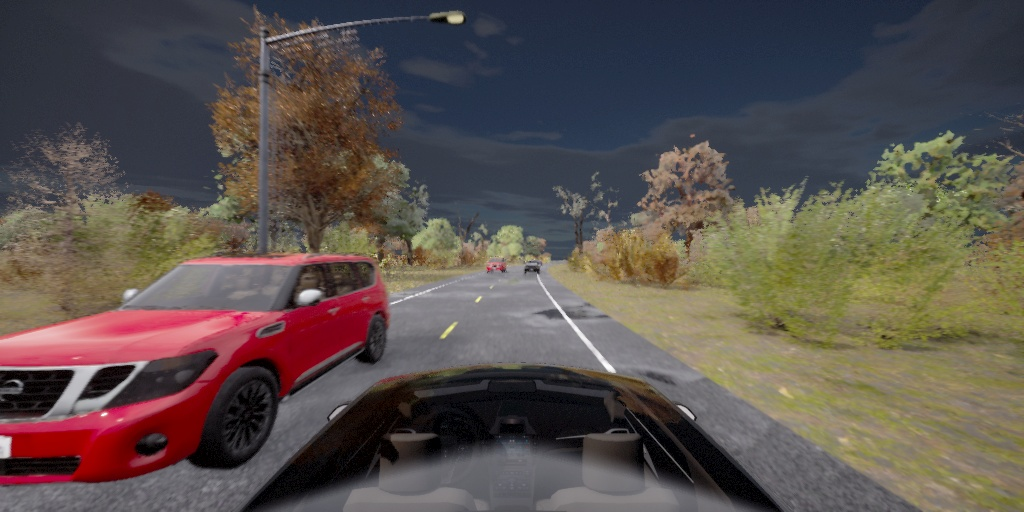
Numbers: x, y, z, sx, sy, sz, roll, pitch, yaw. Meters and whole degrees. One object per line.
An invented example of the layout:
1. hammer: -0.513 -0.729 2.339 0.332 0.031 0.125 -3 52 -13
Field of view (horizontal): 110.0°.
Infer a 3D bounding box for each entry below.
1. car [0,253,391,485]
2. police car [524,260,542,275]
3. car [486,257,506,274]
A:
1. car: -3.582 0.971 5.232 2.150 2.045 5.566 0 0 0
2. police car: 2.450 1.409 44.451 1.930 1.638 5.238 0 0 4
3. car: -1.978 1.206 47.021 2.150 2.045 5.566 0 0 5
